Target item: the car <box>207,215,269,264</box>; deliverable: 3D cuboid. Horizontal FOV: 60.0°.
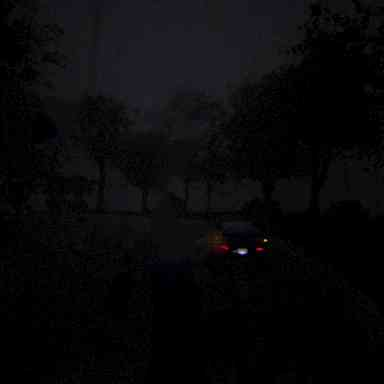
[{"bbox_3d":[1.546,1.571,12.040,1.812,1.442,4.674,1,0,2],"label":"car"}]
